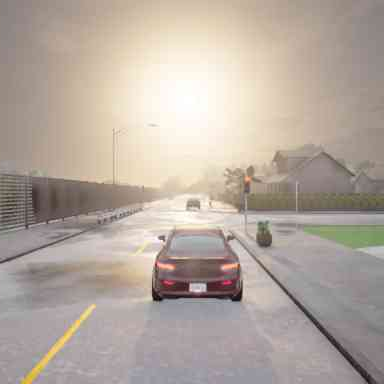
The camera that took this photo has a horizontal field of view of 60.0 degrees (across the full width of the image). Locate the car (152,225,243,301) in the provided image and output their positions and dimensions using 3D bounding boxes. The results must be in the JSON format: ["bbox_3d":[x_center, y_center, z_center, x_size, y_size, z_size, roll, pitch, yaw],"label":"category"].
[{"bbox_3d":[0.109,1.526,8.177,1.812,1.442,4.674,0,0,0],"label":"car"}]

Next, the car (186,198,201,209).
[{"bbox_3d":[0.186,1.504,44.098,1.837,1.490,4.892,0,0,0],"label":"car"}]
